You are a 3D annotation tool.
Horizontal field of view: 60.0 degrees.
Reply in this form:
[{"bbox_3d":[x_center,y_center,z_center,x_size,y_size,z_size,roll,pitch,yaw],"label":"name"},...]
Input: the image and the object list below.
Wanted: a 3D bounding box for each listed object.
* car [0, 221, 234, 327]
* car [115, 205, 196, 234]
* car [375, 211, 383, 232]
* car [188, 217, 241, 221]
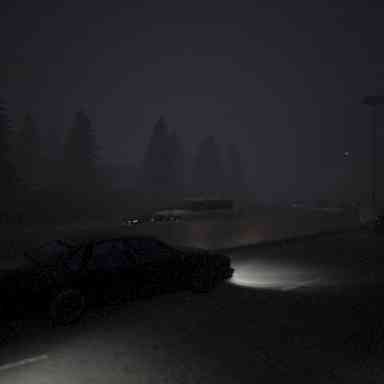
[{"bbox_3d":[-1.564,1.575,7.088,5.357,1.411,2.033,1,0,-38],"label":"car"},{"bbox_3d":[-2.137,1.602,20.601,4.892,1.490,1.837,1,-1,-43],"label":"car"},{"bbox_3d":[12.664,1.700,20.466,1.812,1.442,4.674,0,0,42],"label":"car"},{"bbox_3d":[0.339,1.319,18.087,5.566,2.045,2.150,1,0,-43],"label":"car"}]
